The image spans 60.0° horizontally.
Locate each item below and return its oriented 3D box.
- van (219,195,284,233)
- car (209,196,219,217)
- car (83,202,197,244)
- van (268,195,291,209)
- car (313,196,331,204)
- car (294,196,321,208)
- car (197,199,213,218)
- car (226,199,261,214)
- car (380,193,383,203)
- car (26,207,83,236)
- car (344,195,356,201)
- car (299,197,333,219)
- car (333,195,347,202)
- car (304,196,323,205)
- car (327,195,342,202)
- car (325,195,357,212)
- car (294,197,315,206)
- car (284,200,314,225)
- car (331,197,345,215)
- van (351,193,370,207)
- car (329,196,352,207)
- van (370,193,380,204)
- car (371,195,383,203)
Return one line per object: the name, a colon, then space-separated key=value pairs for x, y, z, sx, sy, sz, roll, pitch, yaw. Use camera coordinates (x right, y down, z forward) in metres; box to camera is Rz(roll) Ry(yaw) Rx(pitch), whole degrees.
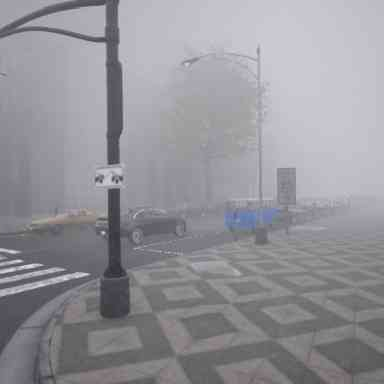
van: x=3.387 y=1.213 z=18.387 sx=1.690 sy=1.788 sz=3.998 roll=-1 pitch=0 yaw=36
car: x=2.585 y=1.307 z=31.866 sx=2.192 sy=1.841 sz=5.009 roll=-1 pitch=0 yaw=36
car: x=-2.170 y=1.429 z=15.395 sx=2.128 sy=1.511 sz=4.902 roll=-1 pitch=-1 yaw=36
van: x=11.853 y=1.293 z=44.744 sx=1.690 sy=1.788 sz=3.998 roll=-1 pitch=0 yaw=36
car: x=24.214 y=1.454 z=61.914 sx=2.008 sy=1.369 sz=4.403 roll=-1 pitch=-1 yaw=36
car: x=15.957 y=1.387 z=45.718 sx=2.128 sy=1.511 sz=4.902 roll=-1 pitch=-1 yaw=36
car: x=-0.501 y=1.552 z=27.571 sx=1.887 sy=1.381 sz=4.507 roll=-1 pitch=0 yaw=36
car: x=5.678 y=1.529 z=36.157 sx=2.008 sy=1.369 sz=4.403 roll=-1 pitch=0 yaw=36
car: x=31.947 y=1.275 z=58.067 sx=1.752 sy=1.417 sz=4.829 roll=-1 pitch=-1 yaw=36
car: x=-6.786 y=1.564 z=18.849 sx=1.752 sy=1.417 sz=4.829 roll=-1 pitch=0 yaw=36
car: x=39.521 y=1.401 z=83.184 sx=2.008 sy=1.369 sz=4.403 roll=-1 pitch=-1 yaw=36
car: x=9.713 y=1.386 z=27.173 sx=1.887 sy=1.381 sz=4.507 roll=-1 pitch=0 yaw=36
car: x=33.161 y=1.416 z=74.346 sx=1.887 sy=1.381 sz=4.507 roll=-1 pitch=-1 yaw=36
car: x=21.025 y=1.440 z=57.484 sx=1.752 sy=1.417 sz=4.829 roll=-1 pitch=-1 yaw=36
car: x=29.981 y=1.433 z=69.927 sx=2.008 sy=1.369 sz=4.403 roll=-1 pitch=-1 yaw=36
car: x=16.038 y=1.363 z=35.960 sx=2.008 sy=1.369 sz=4.403 roll=-1 pitch=0 yaw=36
car: x=18.035 y=1.492 z=53.328 sx=1.947 sy=1.339 sz=4.313 roll=-1 pitch=0 yaw=36
car: x=6.552 y=1.422 z=22.779 sx=1.947 sy=1.339 sz=4.313 roll=-1 pitch=0 yaw=36
car: x=12.876 y=1.408 z=31.567 sx=1.802 sy=1.307 sz=4.206 roll=-1 pitch=0 yaw=36
van: x=22.359 y=1.128 z=44.749 sx=1.690 sy=1.788 sz=3.998 roll=-1 pitch=0 yaw=36
car: x=21.799 y=1.376 z=48.698 sx=2.033 sy=1.411 sz=5.357 roll=-1 pitch=-1 yaw=36
van: x=28.683 y=1.103 z=53.537 sx=1.690 sy=1.788 sz=3.998 roll=-1 pitch=-1 yaw=36
car: x=35.010 y=1.304 z=62.323 sx=1.947 sy=1.339 sz=4.313 roll=-1 pitch=-1 yaw=36
